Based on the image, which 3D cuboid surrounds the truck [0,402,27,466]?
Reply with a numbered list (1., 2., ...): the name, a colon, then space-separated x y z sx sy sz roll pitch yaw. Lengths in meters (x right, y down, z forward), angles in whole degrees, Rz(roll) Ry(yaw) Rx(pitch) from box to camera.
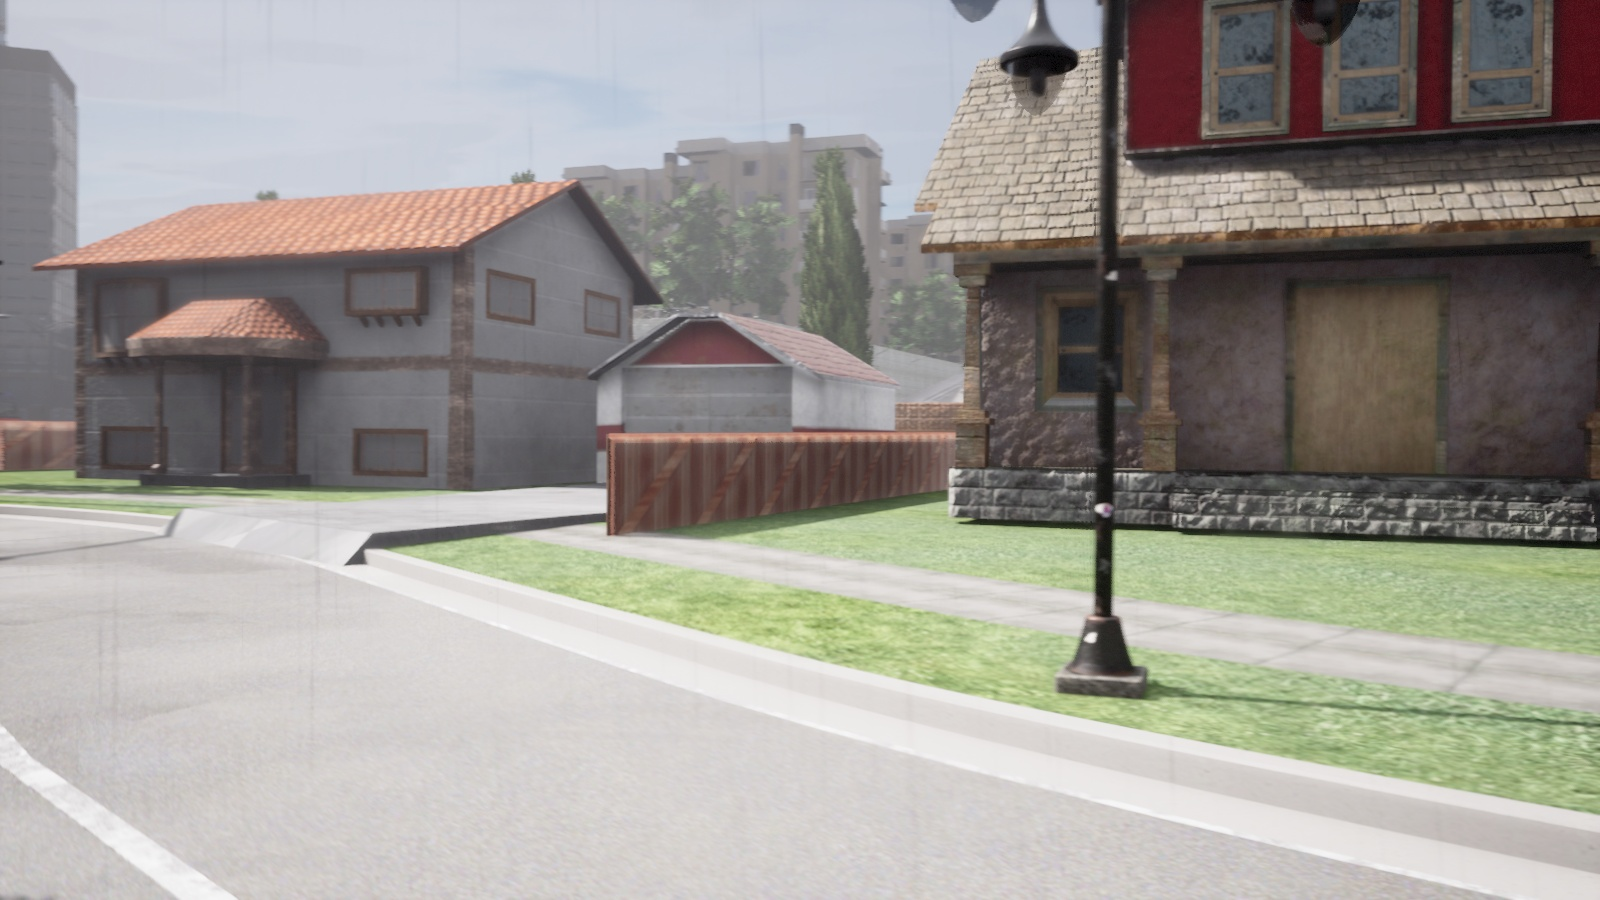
1. truck: -51.394 -0.917 74.998 8.468 3.827 2.891 -1 1 -7
